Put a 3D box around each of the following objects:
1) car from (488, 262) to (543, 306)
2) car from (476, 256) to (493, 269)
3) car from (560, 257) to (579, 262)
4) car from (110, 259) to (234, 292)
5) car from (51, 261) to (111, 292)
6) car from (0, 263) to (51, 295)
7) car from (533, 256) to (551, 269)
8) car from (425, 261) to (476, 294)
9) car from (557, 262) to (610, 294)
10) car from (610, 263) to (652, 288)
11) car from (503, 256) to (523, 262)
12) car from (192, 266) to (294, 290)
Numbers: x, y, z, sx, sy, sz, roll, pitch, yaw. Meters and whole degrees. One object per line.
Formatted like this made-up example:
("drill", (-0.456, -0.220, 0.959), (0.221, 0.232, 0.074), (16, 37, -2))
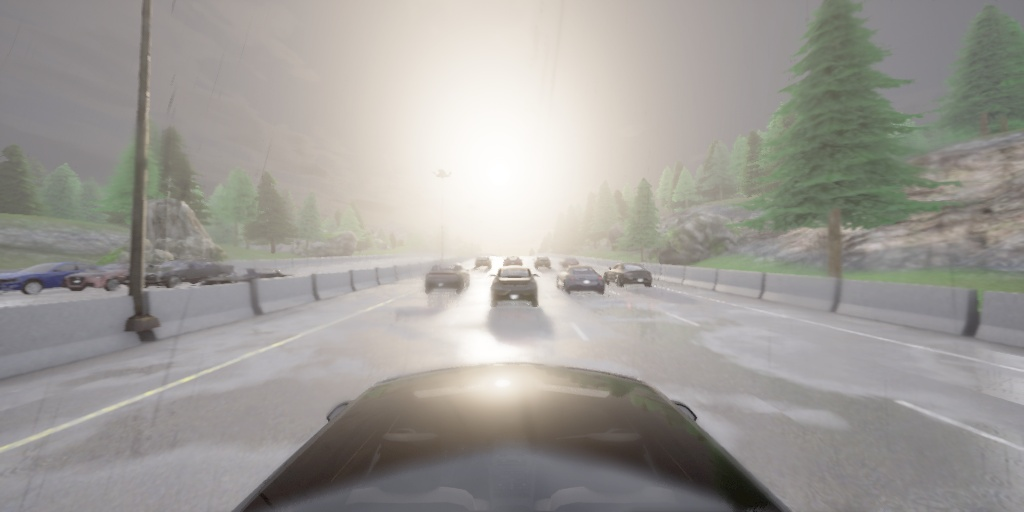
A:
("car", (0.099, 1.185, 15.353), (1.837, 1.490, 4.892), (0, 1, 0))
("car", (-3.403, 0.776, 43.586), (1.837, 1.490, 4.892), (0, 1, 0))
("car", (7.097, 0.800, 44.431), (1.994, 1.385, 4.181), (0, 1, 0))
("car", (-17.502, 0.862, 19.299), (2.033, 1.411, 5.357), (0, 1, 0))
("car", (-21.002, 1.031, 19.293), (1.994, 1.385, 4.181), (0, 1, 0))
("car", (-24.502, 1.074, 19.288), (1.882, 1.535, 5.008), (0, 1, 0))
("car", (3.597, 0.775, 43.122), (1.837, 1.490, 4.892), (0, 1, 0))
("car", (-3.402, 1.137, 19.561), (2.128, 1.511, 4.902), (0, 1, 0))
("car", (3.598, 1.201, 19.297), (1.994, 1.385, 4.181), (0, 1, 0))
("car", (7.099, 1.127, 22.129), (1.812, 1.442, 4.674), (0, 1, 0))
("car", (0.097, 0.724, 38.023), (2.097, 1.767, 4.553), (0, 1, 0))
("car", (-14.002, 1.314, 19.260), (1.895, 1.301, 4.718), (0, 1, 0))
